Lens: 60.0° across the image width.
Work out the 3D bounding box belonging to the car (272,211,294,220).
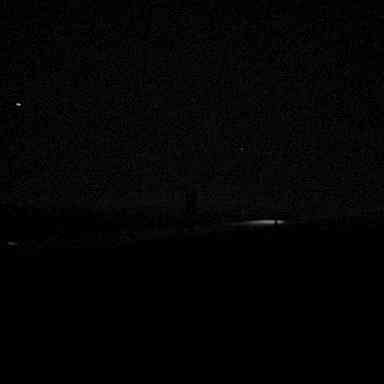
[{"bbox_3d":[13.748,3.553,50.114,1.895,1.301,4.718,-1,-3,35],"label":"car"}]
